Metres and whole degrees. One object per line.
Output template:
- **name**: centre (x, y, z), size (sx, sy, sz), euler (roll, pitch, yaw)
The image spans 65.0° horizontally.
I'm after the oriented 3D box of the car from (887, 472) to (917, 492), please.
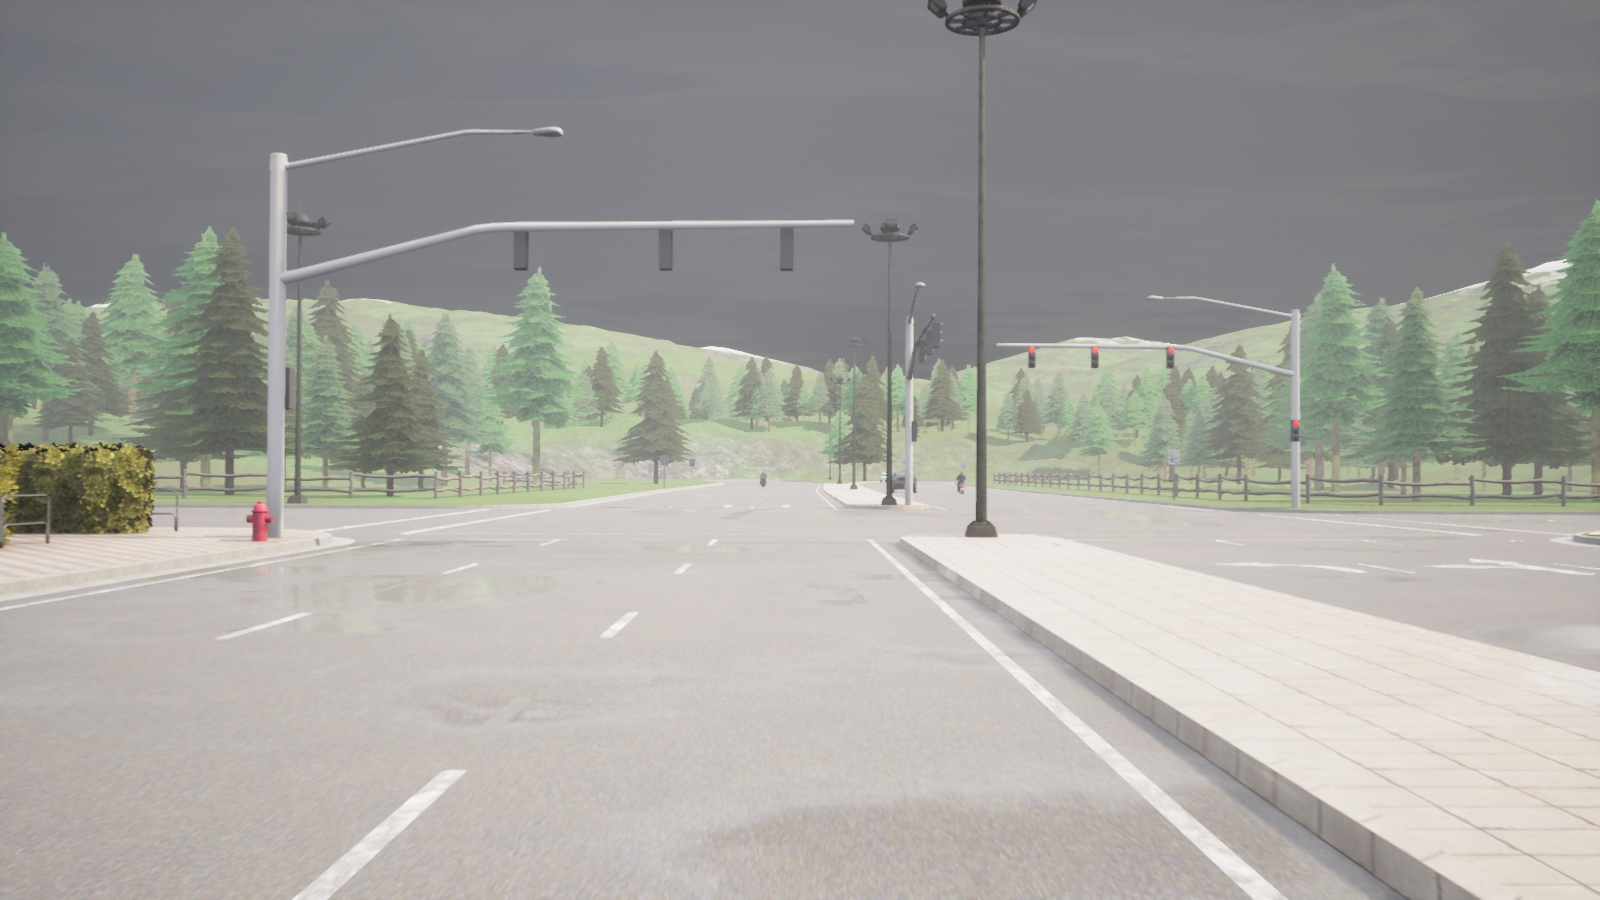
- **car**: centre (7.534, 2.346, 92.989), size (1.837, 1.490, 4.892), euler (0, -1, 0)
